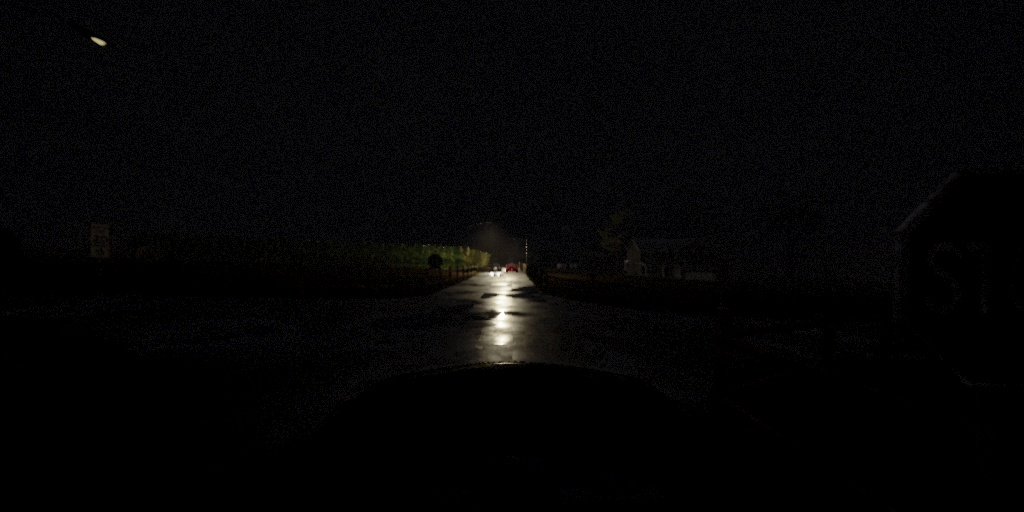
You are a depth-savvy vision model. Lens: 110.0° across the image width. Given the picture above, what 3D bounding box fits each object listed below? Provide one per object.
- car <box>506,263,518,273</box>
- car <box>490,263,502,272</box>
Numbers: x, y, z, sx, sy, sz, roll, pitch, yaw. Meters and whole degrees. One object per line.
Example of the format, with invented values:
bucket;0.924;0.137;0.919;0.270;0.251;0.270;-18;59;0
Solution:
car;-0.024;1.923;57.347;1.882;1.535;5.008;0;-1;0
car;-2.776;1.998;62.376;2.128;1.511;4.902;0;-1;0
